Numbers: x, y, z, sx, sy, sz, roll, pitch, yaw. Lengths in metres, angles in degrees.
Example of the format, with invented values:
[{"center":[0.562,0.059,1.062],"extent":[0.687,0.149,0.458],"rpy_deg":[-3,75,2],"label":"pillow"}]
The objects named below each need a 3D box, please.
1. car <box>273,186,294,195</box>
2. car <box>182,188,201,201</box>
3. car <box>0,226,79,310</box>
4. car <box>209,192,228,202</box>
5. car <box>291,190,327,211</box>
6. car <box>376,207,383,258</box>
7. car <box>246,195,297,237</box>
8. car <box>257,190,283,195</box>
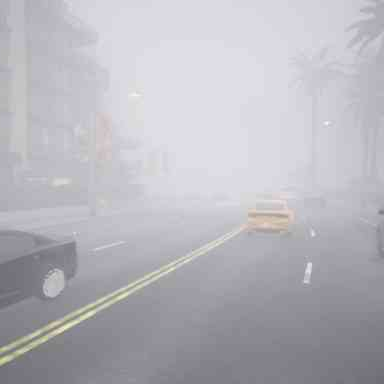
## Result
[{"center":[11.097,0.289,41.110],"extent":[2.150,2.045,5.566],"rpy_deg":[0,2,-1],"label":"car"},{"center":[-0.003,0.521,46.529],"extent":[2.033,1.411,5.357],"rpy_deg":[0,1,-6],"label":"car"},{"center":[-4.068,1.364,5.452],"extent":[1.882,1.535,5.008],"rpy_deg":[0,1,22],"label":"car"},{"center":[3.608,0.592,45.332],"extent":[1.895,1.301,4.718],"rpy_deg":[0,1,-6],"label":"car"},{"center":[10.578,0.792,29.852],"extent":[1.882,1.535,5.008],"rpy_deg":[0,1,7],"label":"car"},{"center":[6.056,1.023,8.186],"extent":[2.150,2.045,5.566],"rpy_deg":[0,1,22],"label":"car"},{"center":[3.830,1.116,15.869],"extent":[1.882,1.535,5.008],"rpy_deg":[0,1,18],"label":"car"},{"center":[7.441,0.777,34.054],"extent":[2.033,1.411,5.357],"rpy_deg":[0,1,4],"label":"car"}]
